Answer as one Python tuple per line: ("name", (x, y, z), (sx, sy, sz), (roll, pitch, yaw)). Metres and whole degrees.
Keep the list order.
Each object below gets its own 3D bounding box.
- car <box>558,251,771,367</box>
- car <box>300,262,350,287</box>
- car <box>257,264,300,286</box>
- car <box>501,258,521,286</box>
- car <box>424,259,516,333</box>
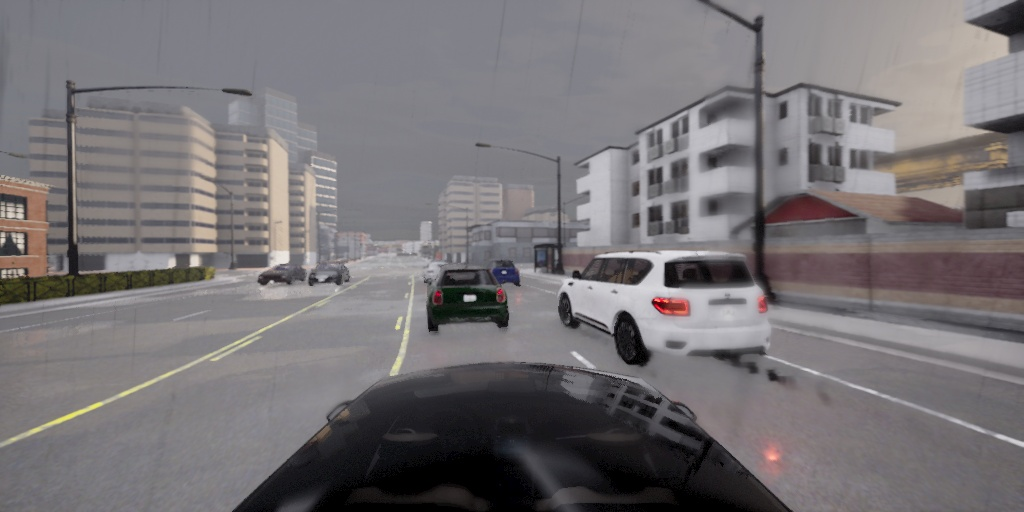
("car", (2.771, 0.909, 8.039), (2.150, 2.045, 5.566), (0, 1, -10))
("car", (-12.303, 1.196, 24.369), (2.128, 1.511, 4.902), (-1, 0, -15))
("car", (-16.293, 1.274, 25.798), (2.033, 1.411, 5.357), (-1, 0, -16))
("car", (-0.987, 0.972, 23.115), (2.097, 1.767, 4.553), (-1, 0, -15))
("car", (-1.510, 1.054, 10.941), (2.097, 1.767, 4.553), (-1, 0, -13))
